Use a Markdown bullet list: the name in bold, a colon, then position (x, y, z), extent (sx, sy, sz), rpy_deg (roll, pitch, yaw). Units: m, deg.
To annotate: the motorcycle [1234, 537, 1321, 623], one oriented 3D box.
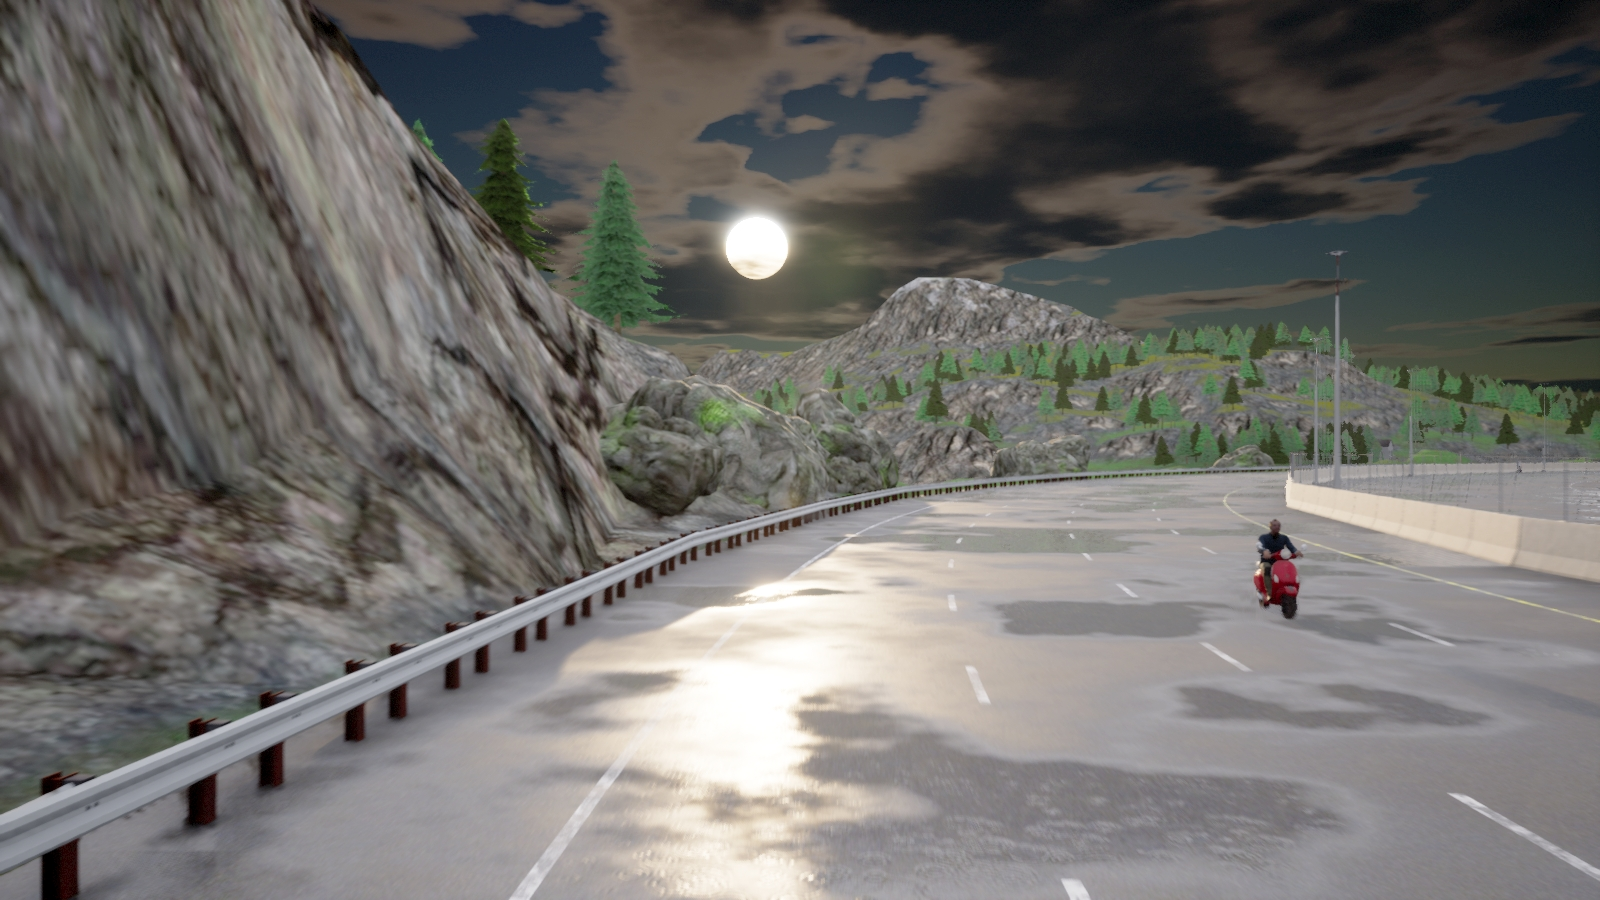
- **motorcycle**: position (8.137, 2.190, 19.550), extent (0.856, 1.236, 1.805), rpy_deg (1, 0, 6)
